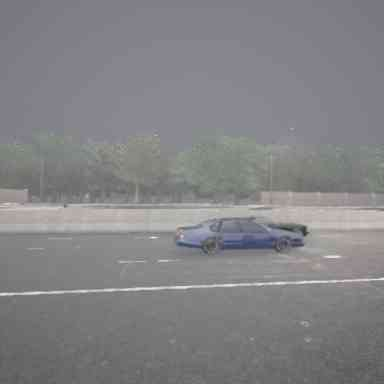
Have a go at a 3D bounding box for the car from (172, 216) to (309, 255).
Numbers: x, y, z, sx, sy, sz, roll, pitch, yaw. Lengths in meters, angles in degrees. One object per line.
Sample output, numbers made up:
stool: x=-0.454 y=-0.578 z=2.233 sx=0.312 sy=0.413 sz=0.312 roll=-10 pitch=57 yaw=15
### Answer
car: x=1.888 y=1.770 z=13.897 sx=5.357 sy=1.411 sz=2.033 roll=1 pitch=-1 yaw=-11

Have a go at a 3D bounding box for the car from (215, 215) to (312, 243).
car: x=3.760 y=1.926 z=17.818 sx=4.718 sy=1.301 sz=1.895 roll=1 pitch=-1 yaw=-11
